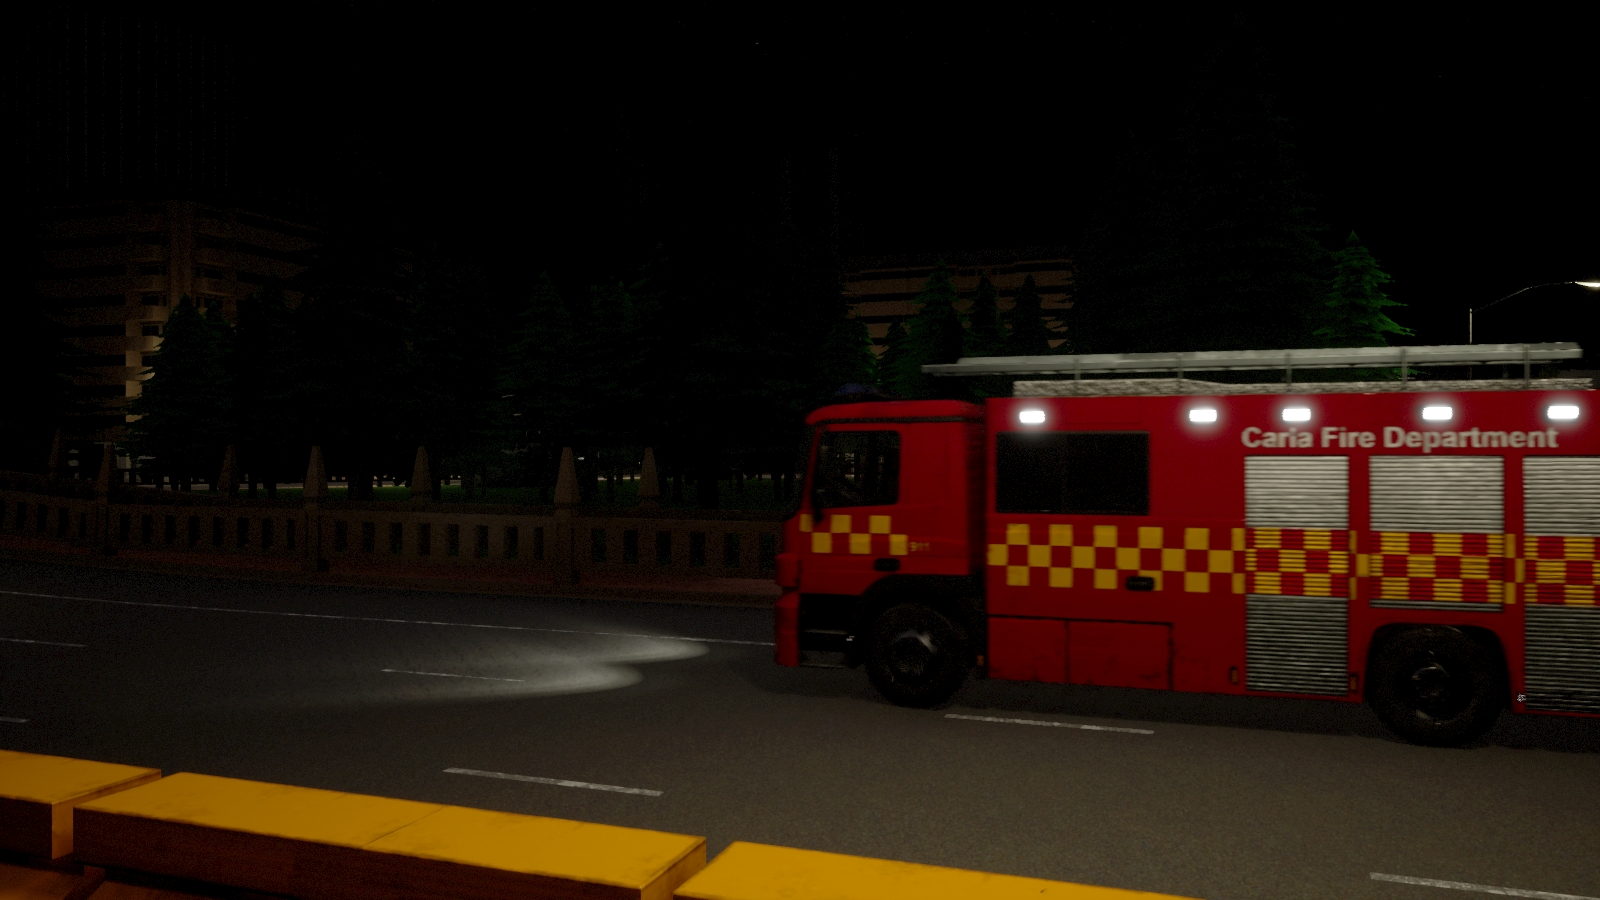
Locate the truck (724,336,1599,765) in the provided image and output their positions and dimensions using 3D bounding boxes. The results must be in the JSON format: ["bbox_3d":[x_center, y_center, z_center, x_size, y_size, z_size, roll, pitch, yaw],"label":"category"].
[{"bbox_3d":[3.617,0.891,12.923,8.468,3.827,2.891,0,0,19],"label":"truck"}]
